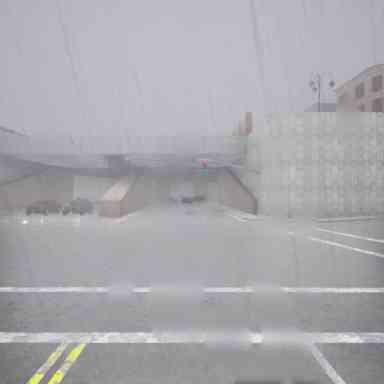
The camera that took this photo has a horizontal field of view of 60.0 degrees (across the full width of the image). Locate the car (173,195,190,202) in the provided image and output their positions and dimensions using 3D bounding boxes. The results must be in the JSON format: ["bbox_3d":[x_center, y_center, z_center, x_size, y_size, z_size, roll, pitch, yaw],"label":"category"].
[{"bbox_3d":[-2.348,1.524,74.649,1.812,1.442,4.674,0,0,24],"label":"car"}]

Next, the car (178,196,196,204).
[{"bbox_3d":[-0.991,1.547,64.791,2.033,1.411,5.357,0,0,4],"label":"car"}]

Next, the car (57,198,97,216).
[{"bbox_3d":[-11.317,1.601,33.115,1.895,1.301,4.718,0,0,-1],"label":"car"}]

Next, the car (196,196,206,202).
[{"bbox_3d":[1.520,1.524,74.777,1.812,1.442,4.674,0,0,28],"label":"car"}]

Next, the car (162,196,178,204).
[{"bbox_3d":[-4.521,1.547,64.292,2.033,1.411,5.357,0,0,5],"label":"car"}]

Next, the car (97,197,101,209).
[{"bbox_3d":[-11.622,1.600,45.223,1.895,1.301,4.718,0,0,-1],"label":"car"}]

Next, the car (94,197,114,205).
[{"bbox_3d":[-15.381,1.547,58.463,2.033,1.411,5.357,0,0,-1],"label":"car"}]

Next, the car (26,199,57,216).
[{"bbox_3d":[-14.826,1.478,33.438,1.882,1.535,5.008,0,0,-1],"label":"car"}]
